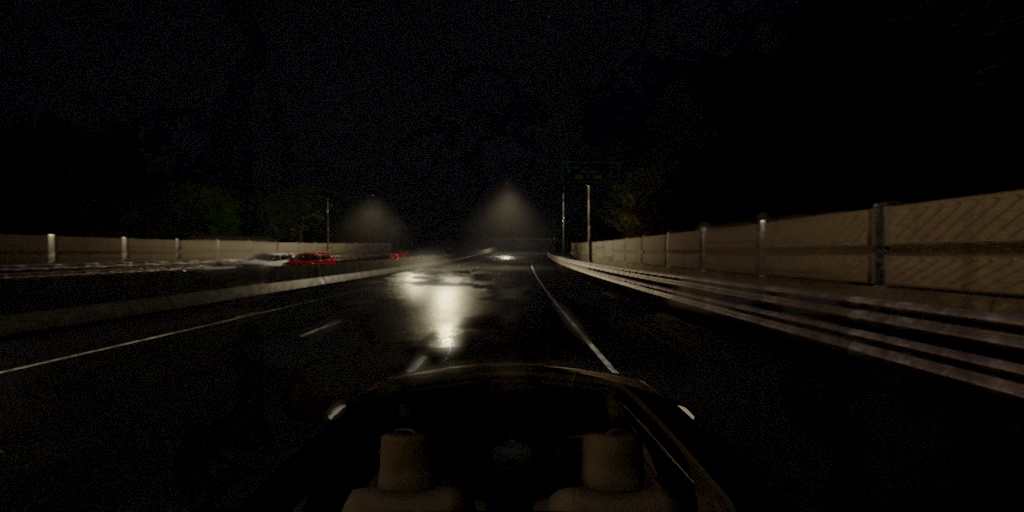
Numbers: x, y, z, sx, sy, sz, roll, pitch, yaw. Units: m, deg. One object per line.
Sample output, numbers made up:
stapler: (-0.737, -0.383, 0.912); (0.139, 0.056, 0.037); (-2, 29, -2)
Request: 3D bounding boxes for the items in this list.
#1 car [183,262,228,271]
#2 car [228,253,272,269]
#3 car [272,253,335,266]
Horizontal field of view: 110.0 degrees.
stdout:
car: (-24.245, 1.155, 29.503); (1.895, 1.301, 4.718); (0, 1, 1)
car: (-20.717, 0.760, 30.633); (2.150, 2.045, 5.566); (0, 1, 1)
car: (-17.217, 0.764, 30.520); (2.150, 2.045, 5.566); (0, 1, 2)
